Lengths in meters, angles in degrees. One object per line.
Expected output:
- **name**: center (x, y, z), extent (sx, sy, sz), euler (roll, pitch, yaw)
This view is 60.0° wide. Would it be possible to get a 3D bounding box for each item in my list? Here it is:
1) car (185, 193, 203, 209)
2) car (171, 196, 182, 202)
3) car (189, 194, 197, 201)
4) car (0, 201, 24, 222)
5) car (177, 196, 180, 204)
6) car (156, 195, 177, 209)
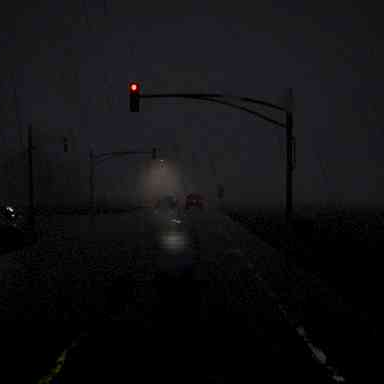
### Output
- **car**: center (0.260, 1.187, 45.187), extent (2.150, 2.045, 5.566), euler (0, 0, 0)
- **car**: center (-3.286, 1.473, 70.859), extent (1.994, 1.385, 4.181), euler (0, 0, 0)
- **car**: center (0.261, 1.410, 86.100), extent (2.128, 1.511, 4.902), euler (0, 0, 0)
- **car**: center (-15.049, 1.221, 24.706), extent (4.553, 1.767, 2.097), euler (1, 0, -5)
- **car**: center (-3.431, 1.305, 52.298), extent (2.097, 1.767, 4.553), euler (0, 0, 0)
- **car**: center (-3.459, 1.318, 43.517), extent (2.097, 1.767, 4.553), euler (0, 0, 0)
